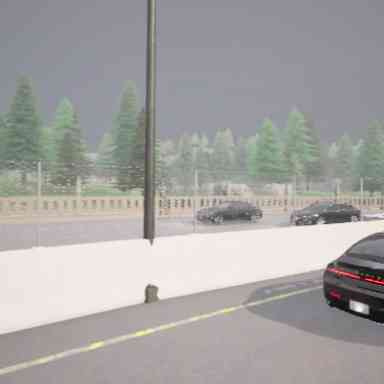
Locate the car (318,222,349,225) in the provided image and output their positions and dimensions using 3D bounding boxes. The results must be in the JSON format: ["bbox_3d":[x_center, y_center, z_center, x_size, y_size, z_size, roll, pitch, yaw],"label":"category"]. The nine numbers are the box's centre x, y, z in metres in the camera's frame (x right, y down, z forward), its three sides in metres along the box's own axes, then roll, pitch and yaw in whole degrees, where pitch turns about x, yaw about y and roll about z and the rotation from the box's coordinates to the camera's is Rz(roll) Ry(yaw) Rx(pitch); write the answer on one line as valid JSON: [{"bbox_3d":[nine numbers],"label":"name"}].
[{"bbox_3d":[8.354,1.353,20.693,4.892,1.490,1.837,0,1,-27],"label":"car"}]

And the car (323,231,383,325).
[{"bbox_3d":[4.528,1.478,6.276,4.892,1.490,1.837,0,0,-33],"label":"car"}]
